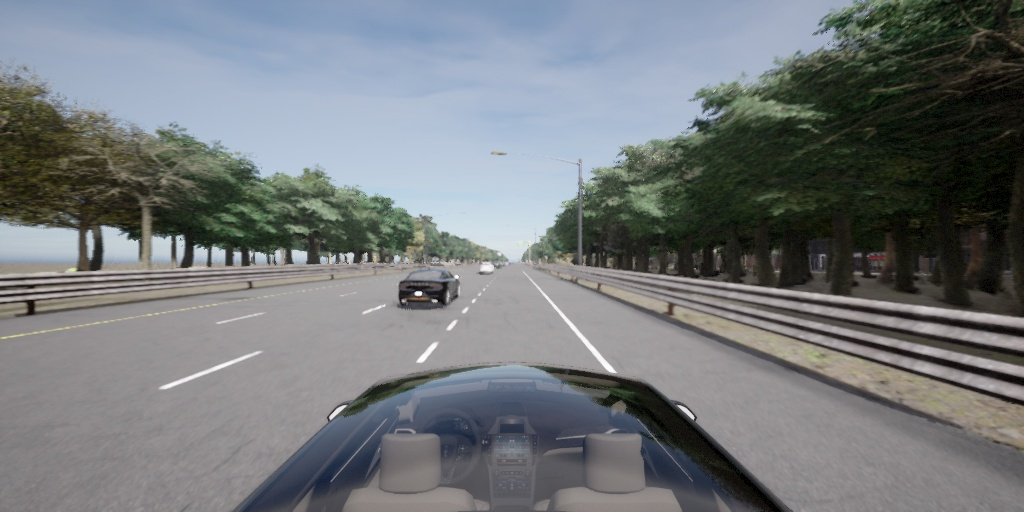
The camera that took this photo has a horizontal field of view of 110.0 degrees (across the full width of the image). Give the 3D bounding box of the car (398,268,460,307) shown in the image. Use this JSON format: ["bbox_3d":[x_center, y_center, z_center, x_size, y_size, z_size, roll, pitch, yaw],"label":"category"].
[{"bbox_3d":[-3.496,1.280,15.885,1.882,1.535,5.008,0,0,0],"label":"car"}]

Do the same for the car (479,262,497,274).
[{"bbox_3d":[-3.410,1.681,49.035,1.812,1.442,4.674,0,-1,0],"label":"car"}]
